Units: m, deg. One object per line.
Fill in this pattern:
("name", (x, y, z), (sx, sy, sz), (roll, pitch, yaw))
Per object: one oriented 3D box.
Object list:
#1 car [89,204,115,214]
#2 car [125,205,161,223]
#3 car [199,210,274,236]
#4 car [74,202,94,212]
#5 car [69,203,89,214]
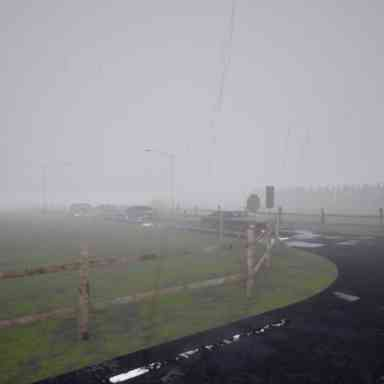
("car", (-12.779, 2.429, 48.304), (2.033, 1.411, 5.357), (0, -1, -34))
("car", (-4.655, 2.026, 31.270), (1.837, 1.490, 4.892), (0, 0, -35))
("car", (2.526, 1.834, 20.696), (2.033, 1.411, 5.357), (0, -1, -33))
("car", (-18.393, 2.555, 56.441), (1.882, 1.535, 5.008), (0, -1, -34))
("car", (-16.650, 2.446, 48.978), (1.837, 1.490, 4.892), (0, -2, -34))
